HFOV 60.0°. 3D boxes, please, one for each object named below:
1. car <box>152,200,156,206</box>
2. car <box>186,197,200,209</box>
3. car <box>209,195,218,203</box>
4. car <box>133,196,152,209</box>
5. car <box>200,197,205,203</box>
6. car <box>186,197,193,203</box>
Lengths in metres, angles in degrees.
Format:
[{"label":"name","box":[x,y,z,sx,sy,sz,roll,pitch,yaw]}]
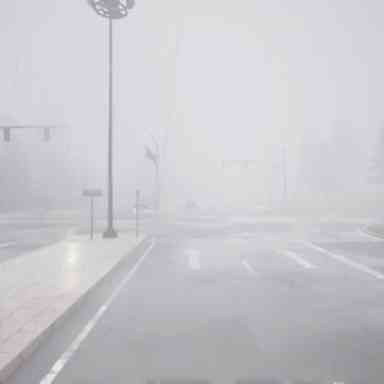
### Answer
[{"label":"car","box":[-8.335,2.060,64.902,2.033,1.411,5.357,0,0,0]},{"label":"car","box":[-0.133,1.952,53.925,1.812,1.442,4.674,0,0,-1]},{"label":"car","box":[6.232,1.976,95.039,2.150,2.045,5.566,0,0,-1]},{"label":"car","box":[-8.224,1.778,54.028,2.097,1.767,4.553,0,0,-1]},{"label":"car","box":[2.732,2.275,95.028,1.812,1.442,4.674,0,0,-1]},{"label":"car","box":[-0.767,2.250,94.967,1.837,1.490,4.892,0,0,-1]}]
